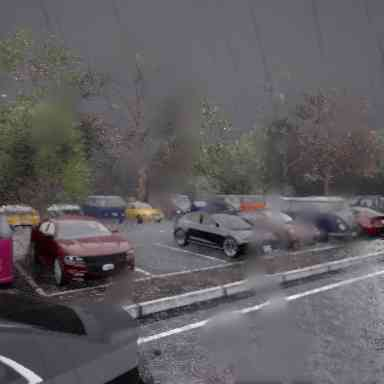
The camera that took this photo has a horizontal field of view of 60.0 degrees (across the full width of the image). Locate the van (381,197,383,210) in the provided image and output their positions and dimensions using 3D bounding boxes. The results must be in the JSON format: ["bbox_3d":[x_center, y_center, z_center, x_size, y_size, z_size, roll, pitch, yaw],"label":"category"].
[{"bbox_3d":[31.954,1.773,51.198,1.878,1.987,4.442,1,-1,-35],"label":"van"}]

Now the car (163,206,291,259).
[{"bbox_3d":[1.137,1.504,13.017,2.163,1.488,4.792,0,0,-35],"label":"car"}]

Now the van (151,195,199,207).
[{"bbox_3d":[-1.744,1.239,26.916,1.878,1.987,4.442,0,0,-35],"label":"van"}]

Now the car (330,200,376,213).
[{"bbox_3d":[20.740,1.797,43.063,2.097,1.535,5.008,1,-1,-35],"label":"car"}]

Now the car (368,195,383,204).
[{"bbox_3d":[10.137,1.221,19.497,2.435,2.045,5.566,1,-1,-35],"label":"car"}]

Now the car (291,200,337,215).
[{"bbox_3d":[13.969,1.716,38.246,2.002,1.452,4.674,1,-1,-35],"label":"car"}]

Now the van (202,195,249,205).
[{"bbox_3d":[2.648,1.246,30.044,1.878,1.987,4.442,0,0,-35],"label":"van"}]

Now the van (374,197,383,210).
[{"bbox_3d":[29.833,1.733,49.401,1.878,1.987,4.442,1,-1,-35],"label":"van"}]

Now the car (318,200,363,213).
[{"bbox_3d":[18.377,1.795,41.390,2.002,1.452,4.674,1,-1,-35],"label":"car"}]

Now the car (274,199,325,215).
[{"bbox_3d":[11.715,1.635,36.636,2.097,1.535,5.008,1,-1,-35],"label":"car"}]

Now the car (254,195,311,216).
[{"bbox_3d":[9.373,1.342,34.941,2.435,2.045,5.566,1,-1,-35],"label":"car"}]

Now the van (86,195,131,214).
[{"bbox_3d":[-6.392,1.247,23.894,1.878,1.987,4.442,0,0,-35],"label":"van"}]

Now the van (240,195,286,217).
[{"bbox_3d":[7.032,1.327,33.452,1.878,1.987,4.442,1,-1,-35],"label":"van"}]

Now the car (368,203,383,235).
[{"bbox_3d":[7.893,1.491,17.901,2.163,1.488,4.792,0,0,-35],"label":"car"}]

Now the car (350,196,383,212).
[{"bbox_3d":[25.269,1.627,46.261,2.435,2.045,5.566,1,-1,-35],"label":"car"}]

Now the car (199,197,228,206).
[{"bbox_3d":[0.443,1.460,28.623,2.097,1.535,5.008,0,0,-35],"label":"car"}]

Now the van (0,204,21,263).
[{"bbox_3d":[-5.731,1.261,8.306,1.878,1.987,4.442,0,0,-35],"label":"van"}]

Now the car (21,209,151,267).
[{"bbox_3d":[-3.405,1.482,9.826,2.097,1.535,5.008,0,0,-35],"label":"car"}]

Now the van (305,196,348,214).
[{"bbox_3d":[16.057,1.489,39.878,1.878,1.987,4.442,1,-1,-35],"label":"van"}]

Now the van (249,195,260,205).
[{"bbox_3d":[4.878,1.288,31.918,1.878,1.987,4.442,1,-1,-35],"label":"van"}]

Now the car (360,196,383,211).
[{"bbox_3d":[27.526,1.667,47.867,2.435,2.045,5.566,1,-1,-35],"label":"car"}]

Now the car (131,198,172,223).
[{"bbox_3d":[-3.959,1.466,25.256,1.946,1.575,5.366,0,0,-35],"label":"car"}]

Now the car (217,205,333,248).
[{"bbox_3d":[3.381,1.510,14.655,2.002,1.452,4.674,0,0,-35],"label":"car"}]

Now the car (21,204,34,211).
[{"bbox_3d":[-10.834,1.481,20.581,2.097,1.535,5.008,0,0,-35],"label":"car"}]

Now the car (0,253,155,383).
[{"bbox_3d":[-2.577,1.506,1.847,4.892,1.490,1.837,0,0,-35],"label":"car"}]

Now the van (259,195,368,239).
[{"bbox_3d":[5.711,1.240,16.168,1.878,1.987,4.442,0,0,-35],"label":"van"}]

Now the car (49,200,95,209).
[{"bbox_3d":[-8.576,1.478,22.187,2.231,1.521,4.892,0,0,-35],"label":"car"}]
